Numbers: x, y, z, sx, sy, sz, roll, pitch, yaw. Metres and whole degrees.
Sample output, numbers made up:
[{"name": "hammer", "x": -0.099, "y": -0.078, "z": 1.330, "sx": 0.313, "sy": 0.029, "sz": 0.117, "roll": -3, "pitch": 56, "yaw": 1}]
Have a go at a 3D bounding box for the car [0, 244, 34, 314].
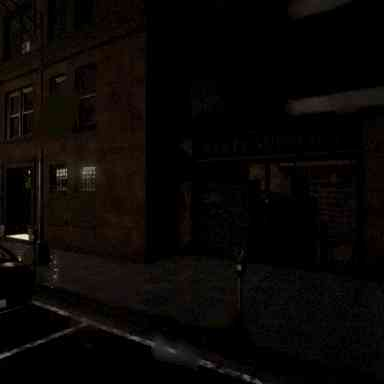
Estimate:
[{"name": "car", "x": -4.837, "y": 1.551, "z": 6.518, "sx": 4.403, "sy": 1.369, "sz": 2.008, "roll": 0, "pitch": 0, "yaw": 35}]
